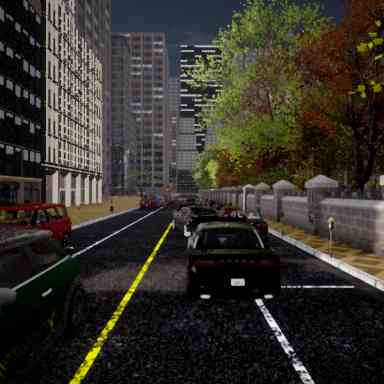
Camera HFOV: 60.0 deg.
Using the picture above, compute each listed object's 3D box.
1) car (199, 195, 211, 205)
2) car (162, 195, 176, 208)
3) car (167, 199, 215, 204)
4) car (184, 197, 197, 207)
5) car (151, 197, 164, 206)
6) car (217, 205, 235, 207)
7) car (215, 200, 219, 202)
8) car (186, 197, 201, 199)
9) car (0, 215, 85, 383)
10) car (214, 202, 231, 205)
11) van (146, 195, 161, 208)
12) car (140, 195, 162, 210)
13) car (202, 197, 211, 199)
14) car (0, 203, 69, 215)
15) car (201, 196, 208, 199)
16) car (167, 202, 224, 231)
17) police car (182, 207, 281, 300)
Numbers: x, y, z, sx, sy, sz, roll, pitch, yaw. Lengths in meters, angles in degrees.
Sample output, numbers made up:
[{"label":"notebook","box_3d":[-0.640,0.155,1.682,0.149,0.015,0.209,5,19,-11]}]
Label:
[{"label":"car","box_3d":[2.313,1.418,60.509,1.967,1.590,4.097,0,0,0]},{"label":"car","box_3d":[-2.945,1.550,48.619,1.994,1.385,4.181,0,0,0]},{"label":"car","box_3d":[0.078,1.501,24.801,1.837,1.490,4.892,0,0,17]},{"label":"car","box_3d":[-0.215,1.531,53.451,2.033,1.411,5.357,0,0,0]},{"label":"car","box_3d":[-5.686,1.564,55.004,1.802,1.307,4.206,0,0,0]},{"label":"car","box_3d":[2.526,1.548,16.111,2.008,1.369,4.403,0,0,0]},{"label":"car","box_3d":[2.472,1.561,27.211,1.947,1.339,4.313,0,0,0]},{"label":"car","box_3d":[-0.156,1.515,43.468,1.812,1.442,4.674,0,0,0]},{"label":"car","box_3d":[-2.855,1.352,3.735,2.097,1.767,4.553,0,0,0]},{"label":"car","box_3d":[2.499,1.578,21.661,1.802,1.307,4.206,0,0,0]},{"label":"van","box_3d":[-5.659,1.327,49.463,1.690,1.788,3.998,0,0,0]},{"label":"car","box_3d":[-5.633,1.304,43.922,2.192,1.841,5.009,0,0,0]},{"label":"car","box_3d":[2.419,1.557,38.310,1.947,1.339,4.313,0,0,0]},{"label":"car","box_3d":[-5.475,1.314,10.673,2.192,1.841,5.009,0,0,0]},{"label":"car","box_3d":[2.366,1.568,49.410,1.802,1.307,4.206,0,0,0]},{"label":"car","box_3d":[0.174,1.502,18.208,1.837,1.490,4.892,0,0,-15]},{"label":"police car","box_3d":[0.819,1.424,8.585,1.930,1.638,5.238,0,0,0]}]
